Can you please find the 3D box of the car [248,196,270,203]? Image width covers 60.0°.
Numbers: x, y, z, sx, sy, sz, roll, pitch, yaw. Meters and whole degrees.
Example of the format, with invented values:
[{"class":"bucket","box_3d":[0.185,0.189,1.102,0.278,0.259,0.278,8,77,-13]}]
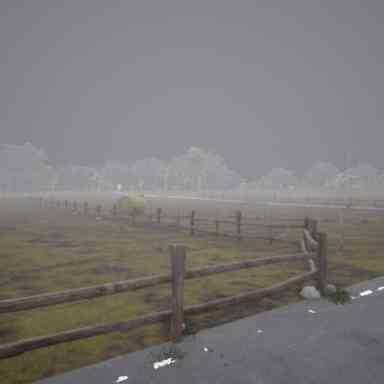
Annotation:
[{"class":"car","box_3d":[12.127,1.329,60.285,1.994,1.385,4.181,1,0,-35]}]
